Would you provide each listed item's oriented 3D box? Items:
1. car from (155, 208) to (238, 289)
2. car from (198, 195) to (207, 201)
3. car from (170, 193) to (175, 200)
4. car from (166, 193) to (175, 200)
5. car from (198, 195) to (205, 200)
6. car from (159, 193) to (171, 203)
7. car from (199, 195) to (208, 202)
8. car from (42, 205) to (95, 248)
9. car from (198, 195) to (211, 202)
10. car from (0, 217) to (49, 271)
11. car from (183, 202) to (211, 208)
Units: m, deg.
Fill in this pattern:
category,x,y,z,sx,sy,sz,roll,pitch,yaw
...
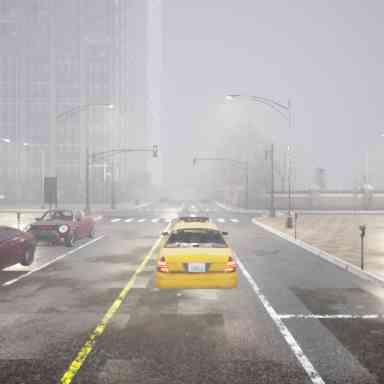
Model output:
category,x,y,z,sx,sy,sz,roll,pitch,yaw
car,0.089,1.454,9.081,1.801,1.575,5.366,0,0,0
car,2.603,1.448,80.280,2.008,1.369,4.403,0,0,0
car,-5.928,1.323,85.779,1.967,1.590,4.097,0,0,0
car,-5.933,1.181,91.337,2.192,1.841,5.009,0,0,0
car,2.592,1.411,91.402,1.887,1.381,4.507,0,0,0
car,-5.911,1.485,69.095,1.947,1.339,4.313,0,0,0
car,2.609,1.454,74.720,1.887,1.381,4.507,0,0,0
car,-5.706,1.433,14.572,1.967,1.590,4.097,0,0,0
car,2.682,1.492,63.605,1.947,1.339,4.313,0,0,0
car,-5.700,1.579,8.879,1.802,1.307,4.206,0,0,0
car,0.095,1.535,19.344,2.033,1.411,5.357,0,0,0
